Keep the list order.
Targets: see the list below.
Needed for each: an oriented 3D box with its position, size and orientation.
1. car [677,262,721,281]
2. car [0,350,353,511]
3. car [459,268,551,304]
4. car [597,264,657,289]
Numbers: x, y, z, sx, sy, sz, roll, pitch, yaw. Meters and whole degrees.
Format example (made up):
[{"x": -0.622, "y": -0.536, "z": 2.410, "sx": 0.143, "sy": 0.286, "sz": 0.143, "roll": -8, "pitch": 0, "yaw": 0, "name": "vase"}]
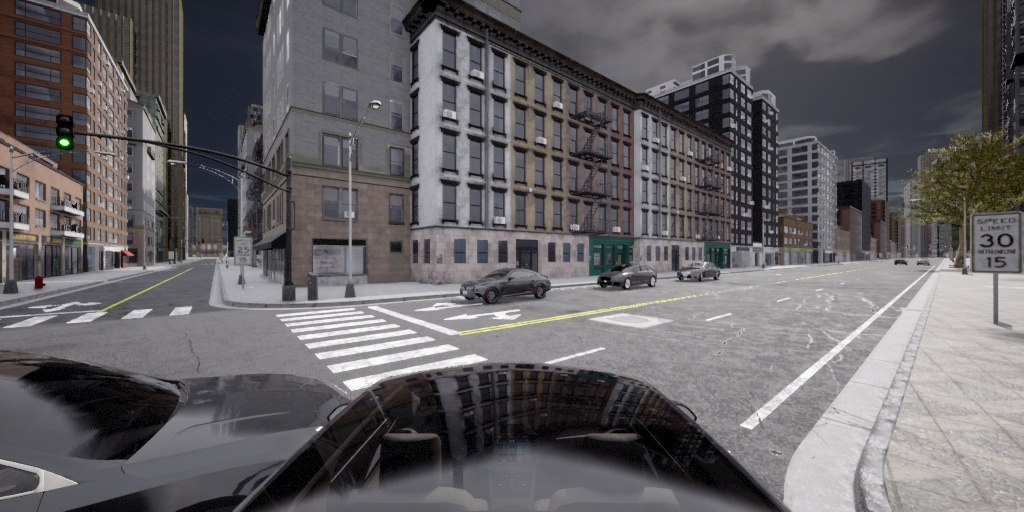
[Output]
[{"x": 15.389, "y": 1.233, "z": 29.486, "sx": 4.902, "sy": 1.511, "sz": 2.128, "roll": 0, "pitch": 0, "yaw": -39, "name": "car"}, {"x": -3.239, "y": 1.257, "z": 1.646, "sx": 4.892, "sy": 1.490, "sz": 1.837, "roll": 0, "pitch": 0, "yaw": -35, "name": "car"}, {"x": -0.194, "y": 1.285, "z": 16.647, "sx": 4.674, "sy": 1.442, "sz": 1.812, "roll": 0, "pitch": 0, "yaw": -40, "name": "car"}, {"x": 7.440, "y": 1.256, "z": 22.942, "sx": 4.892, "sy": 1.490, "sz": 1.837, "roll": 0, "pitch": 0, "yaw": -39, "name": "car"}]
